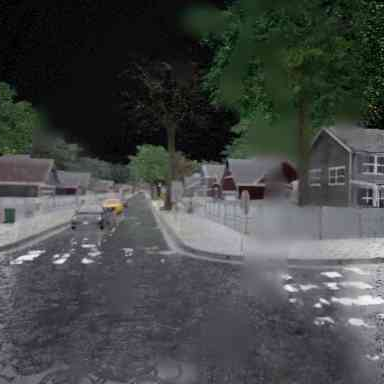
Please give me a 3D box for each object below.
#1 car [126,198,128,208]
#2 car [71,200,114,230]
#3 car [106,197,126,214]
[{"bbox_3d":[-10.093,1.442,47.337,2.128,1.511,4.902,1,0,-8],"label":"car"},{"bbox_3d":[-6.255,1.465,20.882,1.812,1.442,4.674,1,0,-8],"label":"car"},{"bbox_3d":[-8.271,1.423,34.687,1.882,1.535,5.008,1,0,-8],"label":"car"}]
